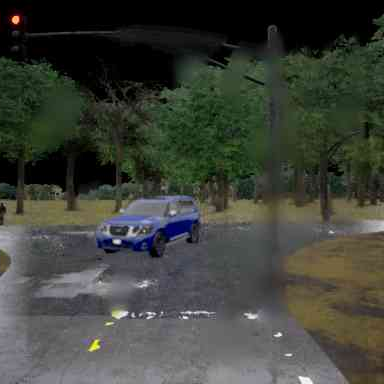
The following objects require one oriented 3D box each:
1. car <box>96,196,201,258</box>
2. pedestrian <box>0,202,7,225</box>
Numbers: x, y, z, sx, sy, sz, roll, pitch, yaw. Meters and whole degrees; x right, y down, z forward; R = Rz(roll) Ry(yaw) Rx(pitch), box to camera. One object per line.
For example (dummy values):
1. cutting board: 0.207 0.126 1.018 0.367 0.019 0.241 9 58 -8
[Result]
1. car: -1.418 1.227 13.308 2.150 2.045 5.566 0 1 22
2. pedestrian: -15.239 1.718 26.772 0.375 1.860 0.375 0 -1 0
